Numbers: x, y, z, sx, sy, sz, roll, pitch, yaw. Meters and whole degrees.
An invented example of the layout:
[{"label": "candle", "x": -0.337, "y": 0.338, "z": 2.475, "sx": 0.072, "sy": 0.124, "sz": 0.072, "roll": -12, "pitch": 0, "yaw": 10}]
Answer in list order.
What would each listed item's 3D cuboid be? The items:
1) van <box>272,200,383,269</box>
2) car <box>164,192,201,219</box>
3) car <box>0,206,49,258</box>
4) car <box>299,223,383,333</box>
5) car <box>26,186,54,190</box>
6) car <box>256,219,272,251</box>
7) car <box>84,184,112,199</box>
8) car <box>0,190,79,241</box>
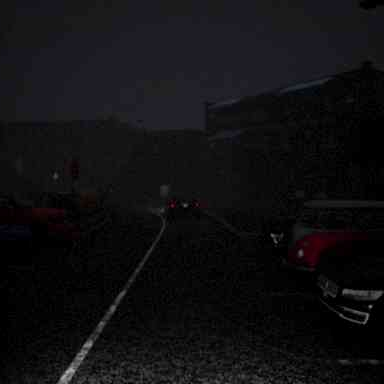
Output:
[{"label": "van", "x": 4.536, "y": 1.186, "z": 8.361, "sx": 4.442, "sy": 1.987, "sz": 1.878, "roll": 0, "pitch": 1, "yaw": 0}, {"label": "car", "x": -0.784, "y": 0.788, "z": 23.226, "sx": 2.097, "sy": 1.767, "sz": 4.553, "roll": -1, "pitch": 3, "yaw": -10}, {"label": "car", "x": -7.681, "y": 1.372, "z": 10.761, "sx": 5.008, "sy": 1.535, "sz": 2.097, "roll": 0, "pitch": 1, "yaw": 0}, {"label": "car", "x": 4.659, "y": 1.439, "z": 5.569, "sx": 4.892, "sy": 1.521, "sz": 2.231, "roll": 0, "pitch": 1, "yaw": 0}, {"label": "car", "x": -16.238, "y": 0.090, "z": 36.405, "sx": 4.553, "sy": 1.767, "sz": 2.097, "roll": -1, "pitch": 4, "yaw": 18}, {"label": "car", "x": 4.648, "y": 1.365, "z": 11.172, "sx": 4.892, "sy": 1.521, "sz": 2.231, "roll": 0, "pitch": 2, "yaw": 0}, {"label": "car", "x": -11.256, "y": -0.110, "z": 37.587, "sx": 4.553, "sy": 1.767, "sz": 2.097, "roll": 1, "pitch": 4, "yaw": 34}, {"label": "car", "x": -7.647, "y": 1.052, "z": 13.700, "sx": 5.566, "sy": 2.045, "sz": 2.435, "roll": 0, "pitch": 1, "yaw": 0}]
